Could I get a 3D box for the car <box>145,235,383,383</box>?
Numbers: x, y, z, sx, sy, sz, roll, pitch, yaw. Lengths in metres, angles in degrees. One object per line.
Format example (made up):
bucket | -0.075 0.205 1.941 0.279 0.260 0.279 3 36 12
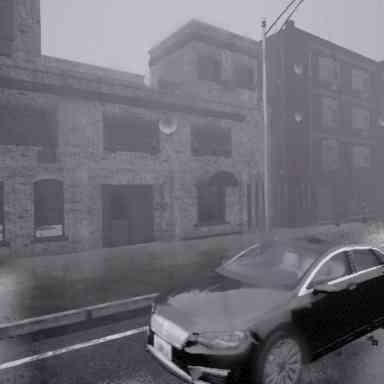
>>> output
car | 1.661 1.490 5.179 4.902 1.511 2.128 0 0 -36
